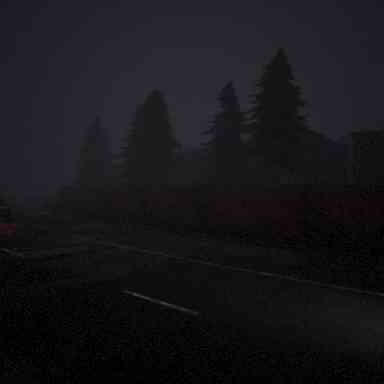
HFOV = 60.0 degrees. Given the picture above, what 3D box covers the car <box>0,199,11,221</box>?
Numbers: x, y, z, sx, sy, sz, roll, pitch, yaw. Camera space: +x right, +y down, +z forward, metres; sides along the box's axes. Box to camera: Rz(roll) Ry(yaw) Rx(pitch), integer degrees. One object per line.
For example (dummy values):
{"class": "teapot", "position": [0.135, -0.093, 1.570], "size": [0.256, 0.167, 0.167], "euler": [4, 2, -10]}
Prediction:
{"class": "car", "position": [-13.821, 1.171, 22.935], "size": [2.128, 1.511, 4.902], "euler": [0, 0, -38]}
